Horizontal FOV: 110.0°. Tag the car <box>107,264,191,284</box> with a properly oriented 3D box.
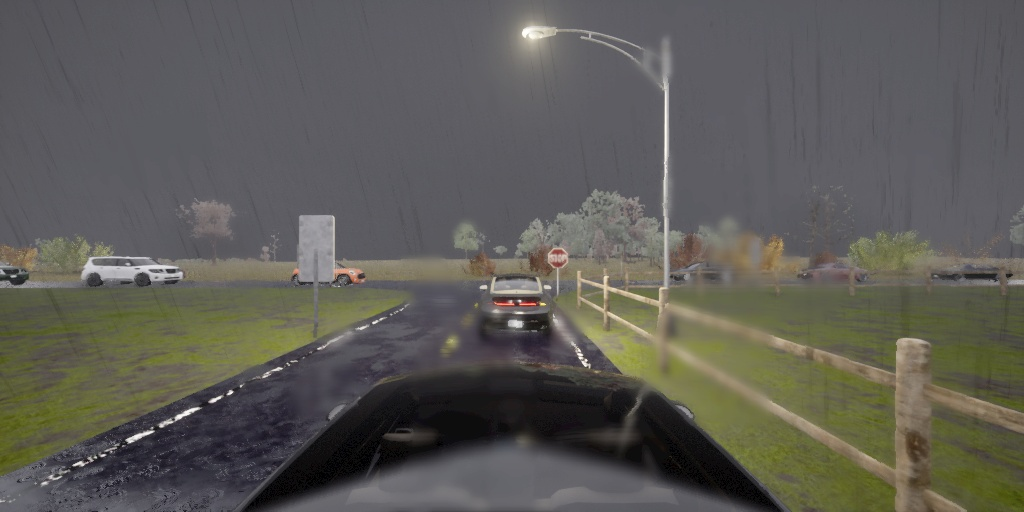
[{"bbox_3d":[-28.136,1.348,27.882,4.674,1.442,1.812,0,0,0],"label":"car"}]

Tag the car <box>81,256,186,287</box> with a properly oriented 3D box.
[{"bbox_3d":[-26.306,1.042,24.919,5.566,2.045,2.150,0,0,1],"label":"car"}]

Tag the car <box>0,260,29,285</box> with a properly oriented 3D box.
[{"bbox_3d":[-37.528,1.074,25.034,5.566,2.045,2.150,0,0,1],"label":"car"}]

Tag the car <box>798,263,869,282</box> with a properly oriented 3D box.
[{"bbox_3d":[24.510,1.252,27.439,4.181,1.385,1.994,0,0,1],"label":"car"}]

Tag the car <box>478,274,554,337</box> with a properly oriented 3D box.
[{"bbox_3d":[0.105,1.254,10.304,1.837,1.490,4.892,0,0,0],"label":"car"}]

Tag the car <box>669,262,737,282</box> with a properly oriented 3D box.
[{"bbox_3d":[14.566,1.214,27.527,4.892,1.490,1.837,0,0,0],"label":"car"}]

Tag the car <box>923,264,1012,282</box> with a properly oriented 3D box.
[{"bbox_3d":[34.585,1.275,27.350,4.718,1.301,1.895,0,0,0],"label":"car"}]

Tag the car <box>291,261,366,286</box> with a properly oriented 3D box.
[{"bbox_3d":[-12.558,1.132,24.801,4.553,1.767,2.097,0,0,0],"label":"car"}]
